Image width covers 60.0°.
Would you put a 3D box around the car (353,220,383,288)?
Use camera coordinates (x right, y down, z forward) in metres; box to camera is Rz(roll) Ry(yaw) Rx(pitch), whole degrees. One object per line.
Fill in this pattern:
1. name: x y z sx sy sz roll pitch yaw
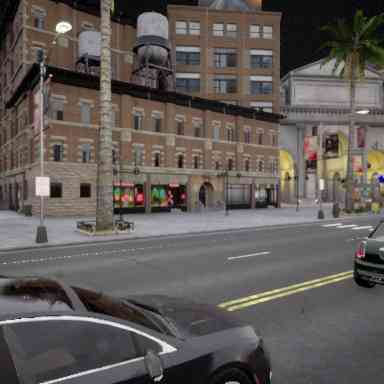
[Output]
1. car: 5.945 1.352 8.020 4.553 1.767 2.097 0 0 -35

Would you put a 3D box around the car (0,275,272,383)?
1. car: -1.424 1.502 2.723 4.892 1.490 1.837 1 -1 -36
